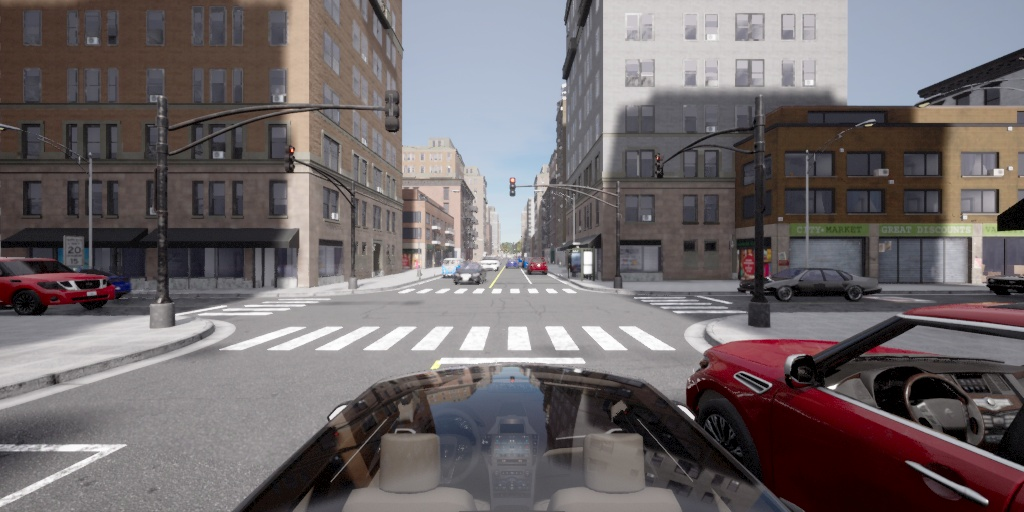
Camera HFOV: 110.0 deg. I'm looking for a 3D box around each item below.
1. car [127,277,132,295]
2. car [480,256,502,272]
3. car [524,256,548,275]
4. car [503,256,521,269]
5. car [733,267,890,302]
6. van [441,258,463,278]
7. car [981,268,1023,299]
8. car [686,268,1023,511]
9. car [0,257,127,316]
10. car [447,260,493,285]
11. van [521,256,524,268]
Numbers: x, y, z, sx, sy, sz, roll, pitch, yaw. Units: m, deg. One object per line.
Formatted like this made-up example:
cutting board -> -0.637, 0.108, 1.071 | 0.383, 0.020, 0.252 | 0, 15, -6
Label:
car -> -20.145, 1.306, 16.051 | 5.008, 1.535, 1.882 | 0, 0, 1
car -> -2.844, 0.965, 46.779 | 2.150, 2.045, 5.566 | 0, 0, 0
car -> 2.704, 1.060, 38.660 | 2.192, 1.841, 5.009 | 0, 0, 0
car -> 0.048, 1.094, 57.998 | 2.097, 1.767, 4.553 | 0, 0, 1
car -> 13.289, 1.232, 16.162 | 5.357, 1.411, 2.033 | 0, 0, 0
van -> -5.408, 1.087, 33.253 | 1.690, 1.789, 3.998 | 0, 0, 0
car -> 24.760, 1.236, 16.178 | 4.718, 1.301, 1.895 | 0, 0, 0
car -> 2.637, 1.065, 1.289 | 2.192, 1.841, 5.009 | 0, 0, 0
car -> -18.199, 1.044, 13.163 | 5.566, 2.045, 2.150 | 0, 0, 0
car -> -2.939, 1.239, 26.154 | 2.128, 1.511, 4.902 | 0, 0, 3
van -> 2.689, 1.084, 54.879 | 1.690, 1.789, 3.998 | 0, 0, 0
